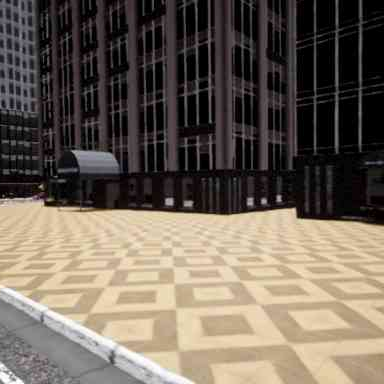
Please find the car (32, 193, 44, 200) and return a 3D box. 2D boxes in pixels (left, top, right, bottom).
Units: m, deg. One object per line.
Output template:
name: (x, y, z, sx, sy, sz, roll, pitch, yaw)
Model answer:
car: (-33.169, 0.846, 73.680, 1.967, 1.590, 4.097, 0, 2, 41)
